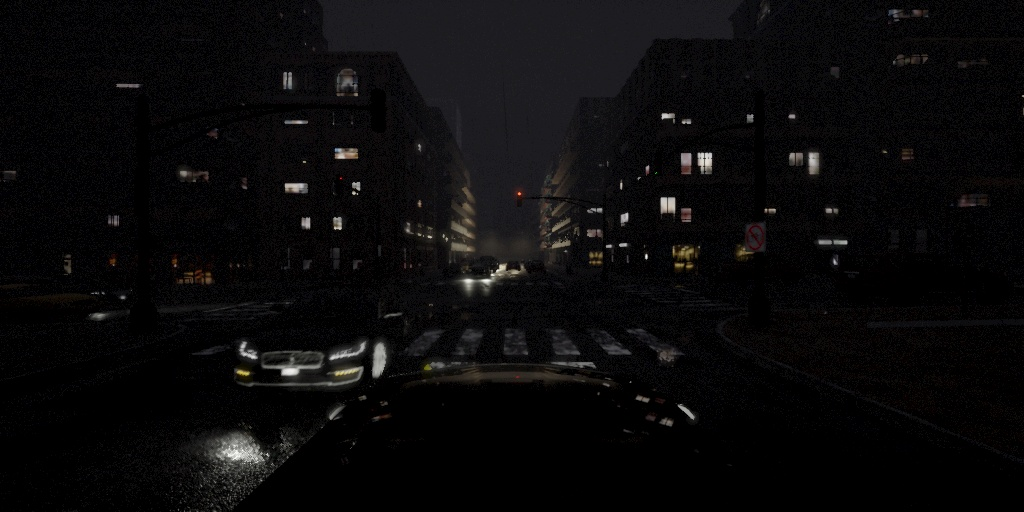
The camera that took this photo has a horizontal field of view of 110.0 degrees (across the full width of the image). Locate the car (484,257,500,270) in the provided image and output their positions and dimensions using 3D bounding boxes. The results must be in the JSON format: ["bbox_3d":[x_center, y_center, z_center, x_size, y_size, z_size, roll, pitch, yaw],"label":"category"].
[{"bbox_3d":[-2.991,1.116,54.433,2.097,1.767,4.553,0,0,0],"label":"car"}]

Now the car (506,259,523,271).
[{"bbox_3d":[0.185,1.326,50.742,1.994,1.385,4.181,0,0,0],"label":"car"}]

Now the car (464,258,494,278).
[{"bbox_3d":[-3.044,1.233,34.119,1.882,1.535,5.008,0,0,0],"label":"car"}]

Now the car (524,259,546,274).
[{"bbox_3d":[2.759,1.198,40.803,1.967,1.591,4.097,0,0,0],"label":"car"}]

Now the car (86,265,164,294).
[{"bbox_3d":[-23.565,1.462,21.136,5.009,1.841,2.192,0,0,0],"label":"car"}]

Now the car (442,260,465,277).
[{"bbox_3d":[-5.631,1.322,35.134,1.948,1.339,4.313,0,0,0],"label":"car"}]

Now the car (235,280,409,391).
[{"bbox_3d":[-3.193,1.267,7.018,1.837,1.490,4.892,3,-1,-8],"label":"car"}]

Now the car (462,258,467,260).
[{"bbox_3d":[-5.621,1.283,40.646,1.751,1.417,4.829,0,0,0],"label":"car"}]

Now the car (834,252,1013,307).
[{"bbox_3d":[14.730,0.775,13.054,5.009,1.841,2.192,0,0,0],"label":"car"}]

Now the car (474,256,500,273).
[{"bbox_3d":[-3.024,0.981,44.101,2.150,2.045,5.566,0,0,0],"label":"car"}]

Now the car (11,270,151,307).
[{"bbox_3d":[-19.200,1.572,15.408,4.902,1.511,2.128,-1,0,0],"label":"car"}]

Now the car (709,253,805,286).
[{"bbox_3d":[14.610,0.759,21.433,5.009,1.841,2.192,0,0,0],"label":"car"}]

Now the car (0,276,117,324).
[{"bbox_3d":[-17.611,1.585,12.829,4.829,1.417,1.751,0,0,0],"label":"car"}]
